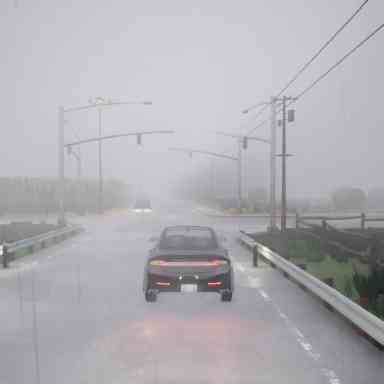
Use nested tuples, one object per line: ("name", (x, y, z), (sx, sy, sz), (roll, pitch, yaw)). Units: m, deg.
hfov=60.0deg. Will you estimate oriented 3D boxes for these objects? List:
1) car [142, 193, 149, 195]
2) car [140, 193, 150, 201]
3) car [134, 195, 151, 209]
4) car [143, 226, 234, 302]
("car", (-7.672, 1.253, 53.588), (1.812, 1.442, 4.674), (0, 1, -7))
("car", (-9.227, 1.012, 66.132), (1.837, 1.490, 4.892), (0, 1, -7))
("car", (-6.403, 1.470, 43.465), (1.994, 1.385, 4.181), (0, 1, -7))
("car", (-0.097, 1.614, 8.519), (2.128, 1.511, 4.902), (0, -2, -1))
